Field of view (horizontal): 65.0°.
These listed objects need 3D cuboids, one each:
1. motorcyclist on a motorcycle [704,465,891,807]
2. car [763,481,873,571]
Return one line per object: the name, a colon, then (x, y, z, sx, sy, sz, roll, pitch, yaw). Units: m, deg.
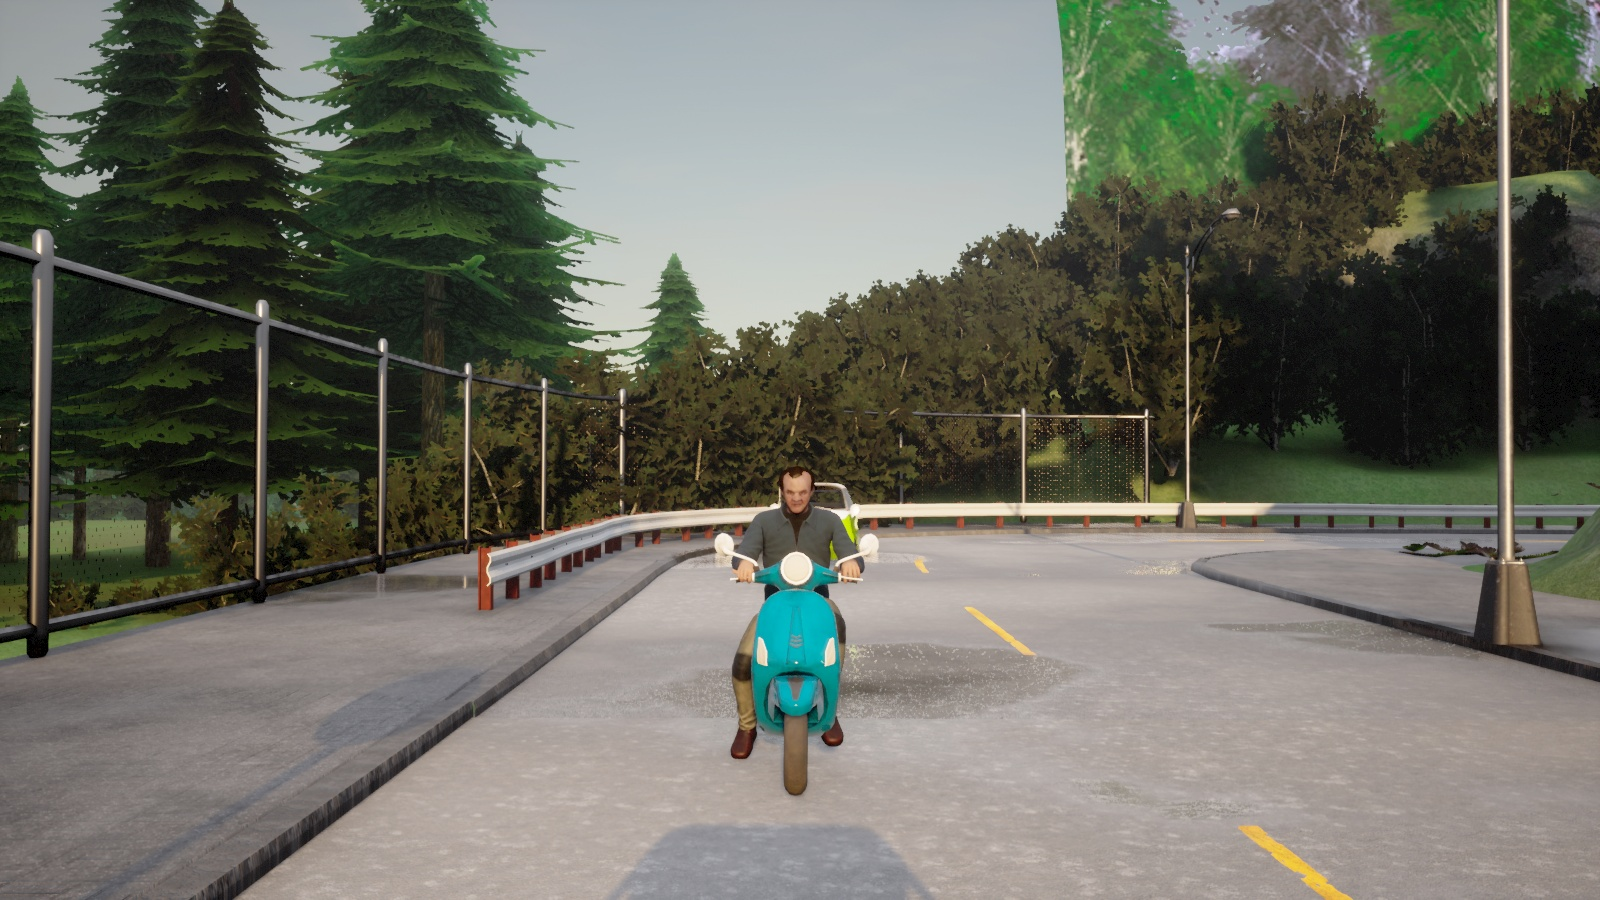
motorcyclist on a motorcycle: (-0.012, 0.881, 6.766, 0.866, 1.590, 1.817, 0, -1, 0)
car: (0.338, 1.216, 20.673, 1.481, 1.376, 2.207, -1, -1, 10)
